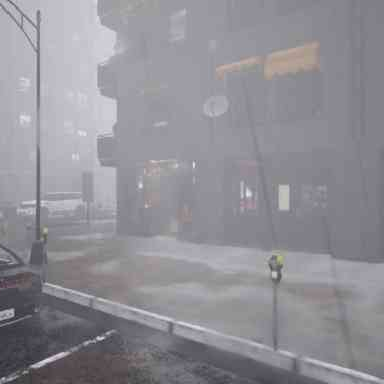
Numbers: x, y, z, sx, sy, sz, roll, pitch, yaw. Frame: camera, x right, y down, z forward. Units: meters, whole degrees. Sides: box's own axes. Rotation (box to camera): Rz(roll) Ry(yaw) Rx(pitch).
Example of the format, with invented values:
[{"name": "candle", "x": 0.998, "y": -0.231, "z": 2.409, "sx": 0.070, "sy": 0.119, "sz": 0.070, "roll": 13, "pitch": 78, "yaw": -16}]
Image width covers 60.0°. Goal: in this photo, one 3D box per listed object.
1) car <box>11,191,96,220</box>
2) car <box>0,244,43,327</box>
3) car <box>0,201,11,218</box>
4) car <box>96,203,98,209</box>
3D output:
[{"name": "car", "x": -10.741, "y": 0.994, "z": 26.274, "sx": 2.150, "sy": 2.045, "sz": 5.566, "roll": 0, "pitch": 1, "yaw": 35}, {"name": "car", "x": -4.485, "y": 1.551, "z": 6.095, "sx": 4.403, "sy": 1.369, "sz": 2.008, "roll": 0, "pitch": 0, "yaw": 36}, {"name": "car", "x": -13.991, "y": 1.350, "z": 26.132, "sx": 2.008, "sy": 1.369, "sz": 4.403, "roll": 1, "pitch": 1, "yaw": 35}, {"name": "car", "x": -10.889, "y": 1.250, "z": 30.549, "sx": 1.752, "sy": 1.417, "sz": 4.829, "roll": 1, "pitch": 1, "yaw": 35}]
